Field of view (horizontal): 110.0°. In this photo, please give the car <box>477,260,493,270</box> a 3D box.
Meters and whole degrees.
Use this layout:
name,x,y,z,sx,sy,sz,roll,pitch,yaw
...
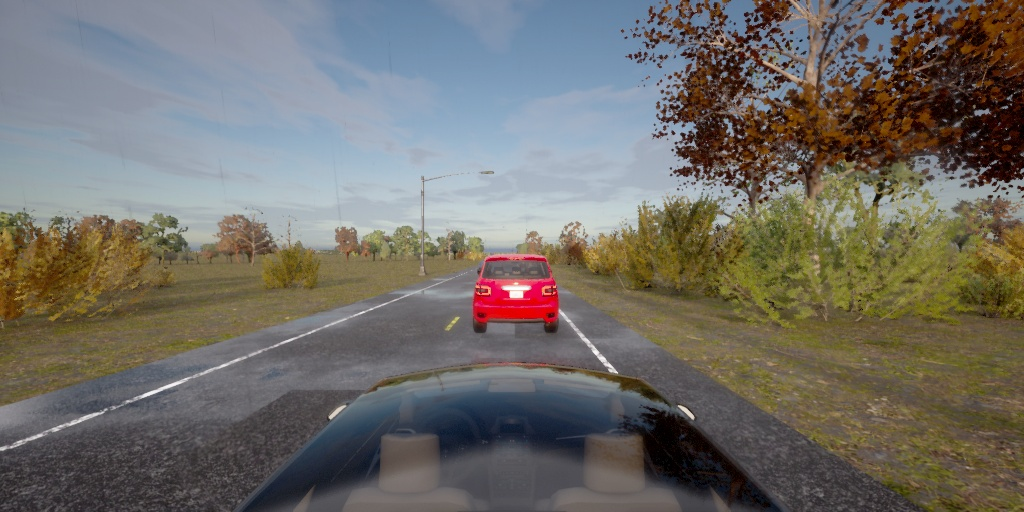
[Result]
name,x,y,z,sx,sy,sz,roll,pitch,yaw
car,-3.850,1.283,51.893,2.033,1.411,5.357,0,0,0

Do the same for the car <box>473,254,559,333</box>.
name,x,y,z,sx,sy,sz,roll,pitch,yaw
car,0.088,0.968,10.854,2.150,2.045,5.566,0,0,0

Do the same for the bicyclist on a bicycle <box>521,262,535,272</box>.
name,x,y,z,sx,sy,sz,roll,pitch,yaw
bicyclist on a bicycle,0.935,1.114,18.560,0.659,1.776,1.843,0,0,0

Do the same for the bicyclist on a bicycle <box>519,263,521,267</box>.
name,x,y,z,sx,sy,sz,roll,pitch,yaw
bicyclist on a bicycle,0.891,1.110,28.573,0.659,1.776,1.843,0,0,0
